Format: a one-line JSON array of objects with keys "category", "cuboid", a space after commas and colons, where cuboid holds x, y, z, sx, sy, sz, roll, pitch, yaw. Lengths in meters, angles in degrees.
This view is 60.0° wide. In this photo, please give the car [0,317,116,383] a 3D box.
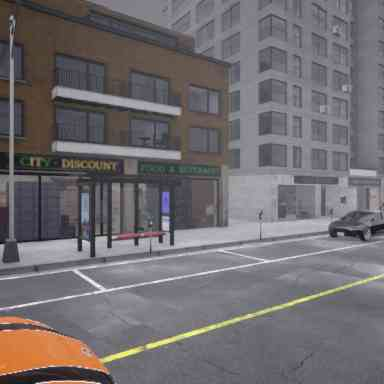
[{"category": "car", "cuboid": [-2.527, 1.351, 1.522, 4.553, 1.767, 2.097, 0, 0, -35]}]

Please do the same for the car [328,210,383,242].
[{"category": "car", "cuboid": [8.602, 1.566, 16.530, 4.313, 1.339, 1.947, 0, 0, -36]}]
